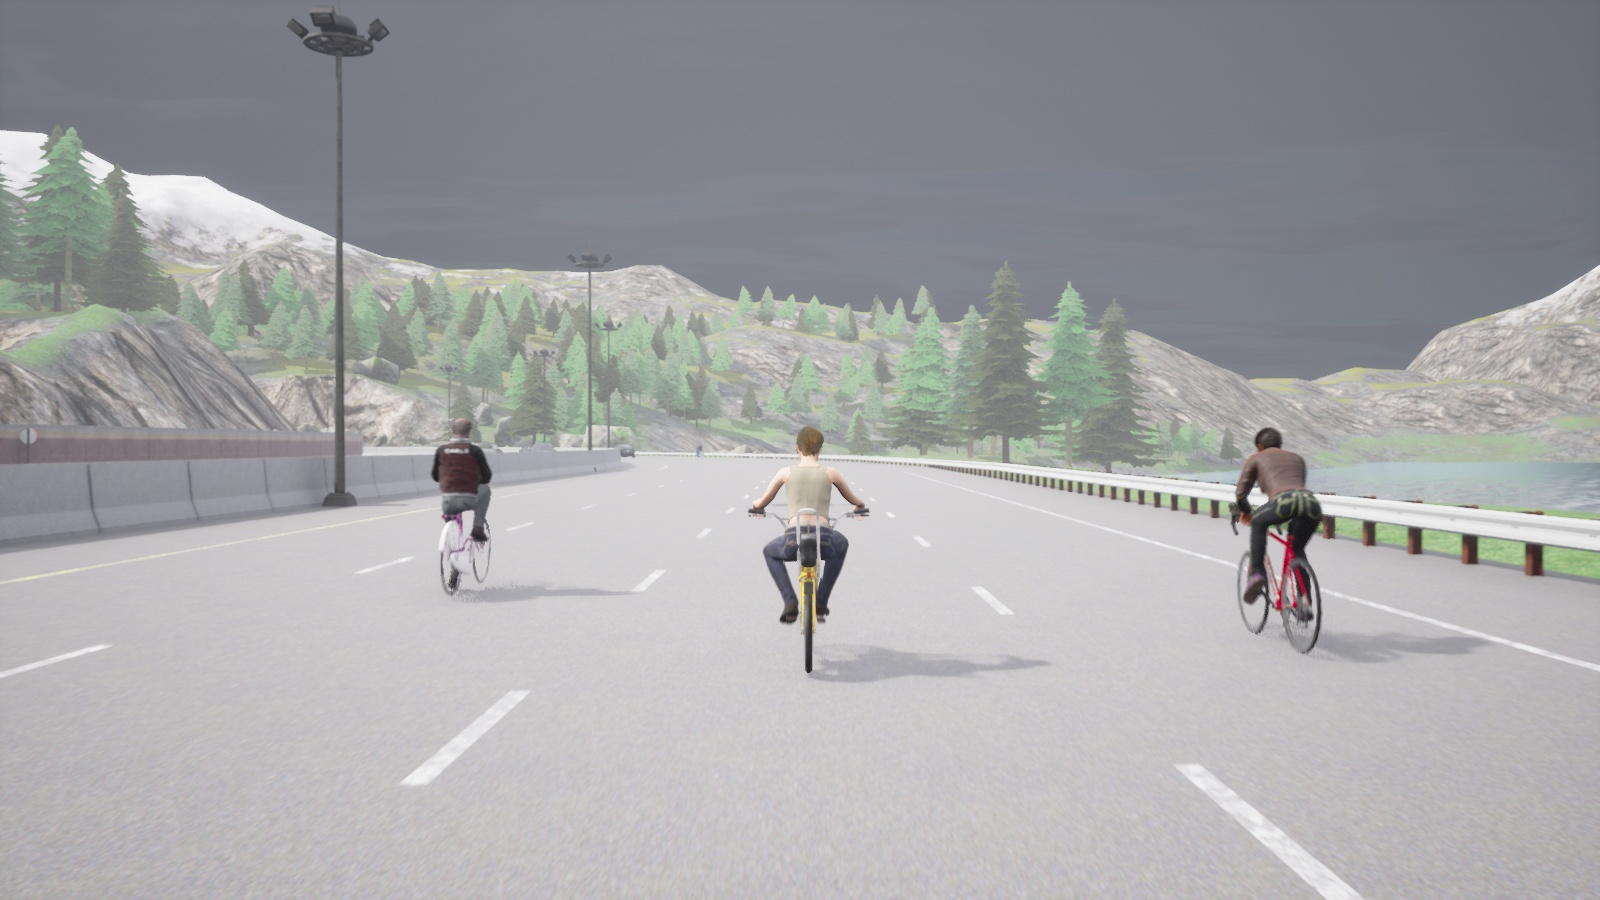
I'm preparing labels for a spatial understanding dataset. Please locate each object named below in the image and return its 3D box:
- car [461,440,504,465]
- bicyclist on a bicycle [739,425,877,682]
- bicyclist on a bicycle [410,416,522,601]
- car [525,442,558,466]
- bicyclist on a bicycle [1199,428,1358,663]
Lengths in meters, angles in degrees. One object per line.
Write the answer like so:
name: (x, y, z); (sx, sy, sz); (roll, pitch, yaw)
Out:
car: (-21.344, 0.148, 84.685); (2.152, 1.651, 5.027); (0, 0, -6)
bicyclist on a bicycle: (0.060, 0.647, 8.638); (0.866, 1.612, 1.509); (0, 0, 1)
bicyclist on a bicycle: (-3.411, 0.559, 12.988); (0.659, 1.776, 1.843); (0, 0, 0)
car: (-18.480, 0.278, 90.050); (2.033, 1.649, 4.856); (0, 0, -8)
bicyclist on a bicycle: (3.569, 0.662, 9.504); (0.582, 1.620, 1.656); (0, 0, 0)
